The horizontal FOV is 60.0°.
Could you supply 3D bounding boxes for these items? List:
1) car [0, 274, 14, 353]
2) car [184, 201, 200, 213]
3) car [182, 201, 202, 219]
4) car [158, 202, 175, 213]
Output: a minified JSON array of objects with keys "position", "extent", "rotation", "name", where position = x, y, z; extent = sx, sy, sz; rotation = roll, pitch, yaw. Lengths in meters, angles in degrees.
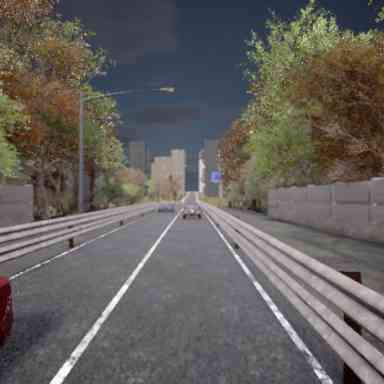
[{"position":[-3.349,1.498,2.456],"extent":[1.882,1.535,5.008],"rotation":[0,0,0],"name":"car"},{"position":[0.038,2.054,46.475],"extent":[2.128,1.511,4.902],"rotation":[0,-1,1],"name":"car"},{"position":[0.006,1.880,33.396],"extent":[2.033,1.411,5.357],"rotation":[0,-1,0],"name":"car"},{"position":[-3.329,2.079,44.090],"extent":[1.994,1.385,4.181],"rotation":[0,-1,0],"name":"car"}]
